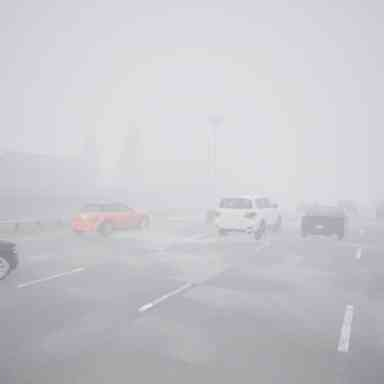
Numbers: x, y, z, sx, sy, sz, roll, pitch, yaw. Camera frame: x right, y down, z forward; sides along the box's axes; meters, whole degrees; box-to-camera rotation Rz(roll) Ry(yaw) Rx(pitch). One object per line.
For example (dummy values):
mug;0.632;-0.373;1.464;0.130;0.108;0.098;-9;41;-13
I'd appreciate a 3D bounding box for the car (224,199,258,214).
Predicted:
car;5.491;1.509;36.885;2.033;1.411;5.357;0;0;28

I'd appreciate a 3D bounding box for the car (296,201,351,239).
car;7.008;1.461;17.381;1.882;1.535;5.008;0;0;28

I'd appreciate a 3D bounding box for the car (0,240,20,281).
car;-6.339;1.467;7.200;1.882;1.535;5.008;0;0;28

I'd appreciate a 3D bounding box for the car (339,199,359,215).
car;15.385;1.470;33.126;1.837;1.490;4.892;0;-1;28

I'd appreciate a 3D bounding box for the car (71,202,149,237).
car;-4.333;1.330;18.422;2.097;1.767;4.553;0;0;28

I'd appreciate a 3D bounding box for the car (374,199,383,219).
car;16.631;1.540;28.016;1.994;1.385;4.181;0;0;28

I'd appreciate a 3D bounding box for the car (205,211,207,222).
car;2.514;1.501;23.835;1.812;1.442;4.674;0;0;28

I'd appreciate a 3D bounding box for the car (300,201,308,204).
car;12.295;1.567;34.768;1.895;1.301;4.718;0;0;28

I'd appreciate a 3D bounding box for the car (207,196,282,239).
car;3.081;1.204;17.452;2.150;2.045;5.566;0;0;28
